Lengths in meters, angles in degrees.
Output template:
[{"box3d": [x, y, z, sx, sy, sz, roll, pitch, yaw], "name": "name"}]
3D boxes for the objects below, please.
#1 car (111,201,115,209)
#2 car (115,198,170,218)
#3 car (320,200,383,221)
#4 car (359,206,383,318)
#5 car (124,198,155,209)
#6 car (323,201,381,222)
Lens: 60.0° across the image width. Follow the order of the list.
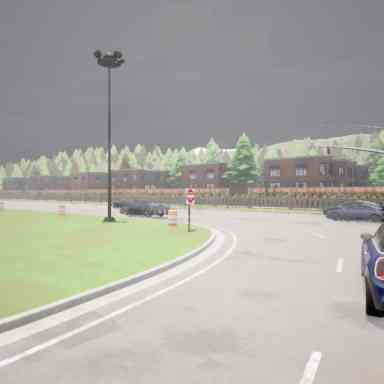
[{"box3d": [-8.558, 1.491, 42.885, 4.902, 1.511, 2.128, 0, 0, 41], "name": "car"}, {"box3d": [-4.227, 1.547, 29.925, 5.357, 1.411, 2.033, 0, 0, 41], "name": "car"}, {"box3d": [13.735, 1.504, 28.326, 4.892, 1.490, 1.837, 0, 0, 41], "name": "car"}, {"box3d": [4.811, 1.352, 7.066, 2.097, 1.767, 4.553, 0, 0, 26], "name": "car"}, {"box3d": [-7.347, 1.563, 46.460, 4.181, 1.385, 1.994, 0, 0, 41], "name": "car"}, {"box3d": [12.378, 1.563, 24.876, 4.181, 1.385, 1.994, 0, 0, 41], "name": "car"}]
